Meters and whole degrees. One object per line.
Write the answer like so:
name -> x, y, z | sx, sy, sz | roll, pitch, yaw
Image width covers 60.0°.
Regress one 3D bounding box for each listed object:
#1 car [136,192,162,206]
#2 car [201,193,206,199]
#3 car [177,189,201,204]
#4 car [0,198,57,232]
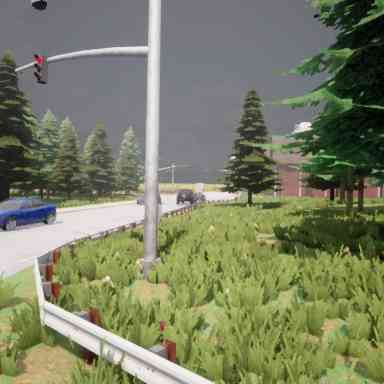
car -> -5.127, 0.724, 40.157 | 2.097, 1.767, 4.553 | 1, 1, 9
car -> 1.241, 0.788, 57.384 | 2.033, 1.411, 5.357 | 1, 1, 9
car -> -0.619, 0.614, 44.986 | 2.150, 2.045, 5.566 | 1, 1, 8
car -> -9.236, 1.111, 17.650 | 1.882, 1.535, 5.008 | 1, 1, 11
